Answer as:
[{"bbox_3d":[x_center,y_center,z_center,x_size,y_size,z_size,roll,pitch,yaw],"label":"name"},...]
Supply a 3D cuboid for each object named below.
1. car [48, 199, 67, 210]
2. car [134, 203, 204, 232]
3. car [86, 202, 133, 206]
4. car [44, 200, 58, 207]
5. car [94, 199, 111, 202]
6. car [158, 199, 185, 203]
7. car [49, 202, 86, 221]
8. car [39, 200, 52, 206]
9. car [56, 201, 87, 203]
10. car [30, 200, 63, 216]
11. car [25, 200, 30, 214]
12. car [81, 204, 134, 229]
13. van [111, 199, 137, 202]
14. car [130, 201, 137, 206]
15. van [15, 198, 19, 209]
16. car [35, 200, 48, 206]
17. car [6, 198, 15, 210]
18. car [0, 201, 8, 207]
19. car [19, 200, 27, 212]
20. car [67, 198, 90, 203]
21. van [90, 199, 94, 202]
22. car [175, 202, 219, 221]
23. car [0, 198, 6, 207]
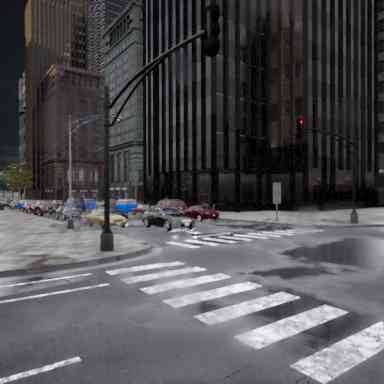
[{"bbox_3d":[-24.110,2.169,59.534,2.097,1.767,4.553,0,-1,-35],"label":"car"},{"bbox_3d":[-1.686,1.739,22.376,2.128,1.511,4.902,0,-1,-34],"label":"car"},{"bbox_3d":[-7.809,1.939,31.055,2.033,1.411,5.357,0,-1,-36],"label":"car"},{"bbox_3d":[-31.773,2.594,74.899,1.947,1.339,4.313,-1,0,-35],"label":"car"},{"bbox_3d":[-11.233,1.874,46.018,2.192,1.841,5.009,-1,0,-35],"label":"car"},{"bbox_3d":[-2.410,1.667,33.566,2.192,1.841,5.009,-1,0,-35],"label":"car"},{"bbox_3d":[-12.081,2.003,32.452,2.008,1.369,4.403,-1,0,-35],"label":"car"},{"bbox_3d":[-34.786,2.659,79.141,1.947,1.339,4.313,-1,0,-35],"label":"car"},{"bbox_3d":[-15.072,2.126,41.302,1.994,1.385,4.181,0,-1,-35],"label":"car"},{"bbox_3d":[-17.745,1.900,40.419,2.192,1.841,5.009,-1,0,-35],"label":"car"},{"bbox_3d":[-20.569,2.195,44.402,1.887,1.381,4.507,-1,0,-35],"label":"car"},{"bbox_3d":[-6.324,1.843,24.347,1.752,1.417,4.829,-1,0,-35],"label":"car"},{"bbox_3d":[-8.292,1.831,41.867,1.690,1.788,3.998,-1,0,-35],"label":"van"},{"bbox_3d":[-5.345,2.003,37.716,1.802,1.307,4.206,-1,0,-35],"label":"car"},{"bbox_3d":[-26.232,2.122,52.368,1.690,1.788,3.998,-1,0,-35],"label":"van"},{"bbox_3d":[-37.798,2.709,83.381,2.008,1.369,4.403,-1,0,-35],"label":"car"},{"bbox_3d":[-31.991,2.353,60.480,1.967,1.590,4.097,-1,0,-35],"label":"car"},{"bbox_3d":[-44.444,2.770,78.017,1.802,1.307,4.206,-1,0,-35],"label":"car"},{"bbox_3d":[-23.400,2.156,48.385,1.967,1.590,4.097,-1,0,-35],"label":"car"},{"bbox_3d":[-17.950,1.897,50.851,2.150,2.045,5.566,0,-1,-35],"label":"car"},{"bbox_3d":[-17.115,2.036,54.319,1.690,1.788,3.998,-1,0,-35],"label":"van"},{"bbox_3d":[0.536,1.827,29.415,1.887,1.381,4.507,-1,0,-35],"label":"car"},{"bbox_3d":[-41.332,2.666,73.633,1.887,1.381,4.507,-1,0,-35],"label":"car"}]
